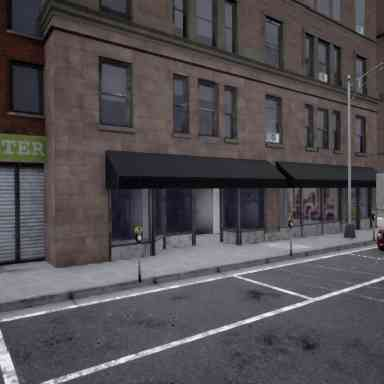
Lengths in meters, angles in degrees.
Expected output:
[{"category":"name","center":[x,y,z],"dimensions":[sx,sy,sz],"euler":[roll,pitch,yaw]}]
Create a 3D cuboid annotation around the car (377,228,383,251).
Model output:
[{"category":"car","center":[8.899,1.541,12.894],"dimensions":[4.507,1.381,1.887],"euler":[0,-1,-36]}]
